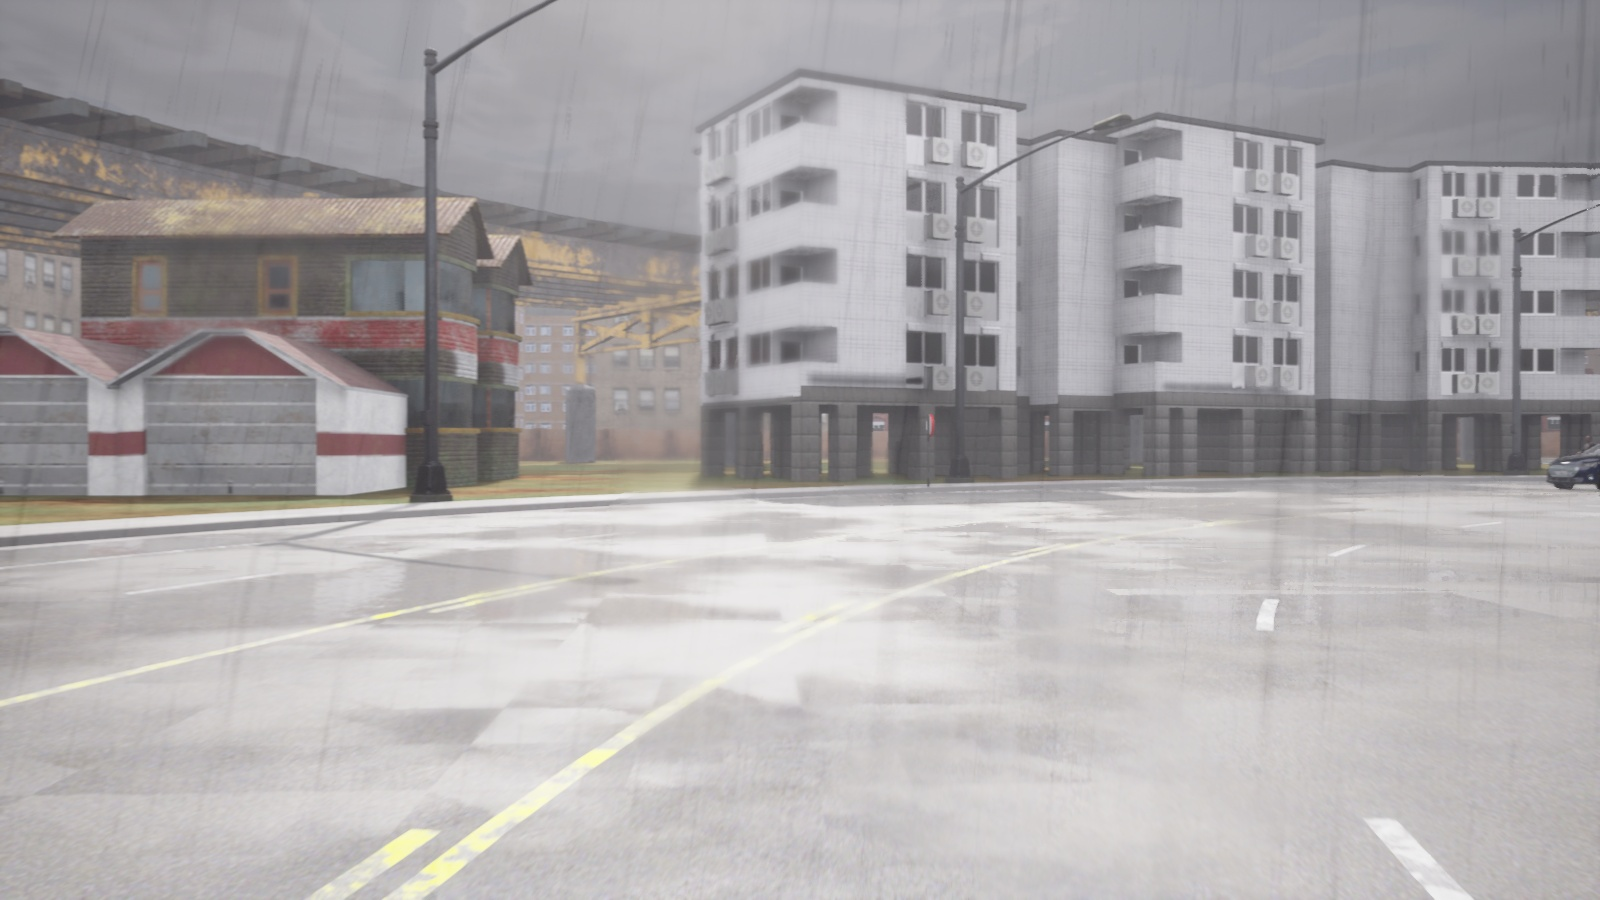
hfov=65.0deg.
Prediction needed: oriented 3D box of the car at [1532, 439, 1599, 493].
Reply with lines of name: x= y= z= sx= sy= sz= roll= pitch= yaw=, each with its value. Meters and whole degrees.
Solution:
car: x=26.287 y=0.497 z=40.267 sx=4.856 sy=1.649 sz=2.033 roll=0 pitch=0 yaw=-15
